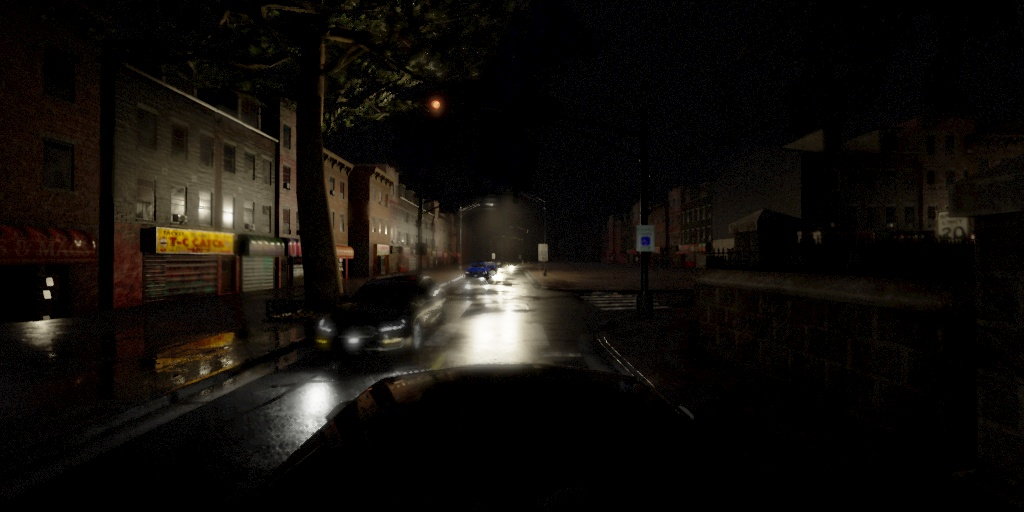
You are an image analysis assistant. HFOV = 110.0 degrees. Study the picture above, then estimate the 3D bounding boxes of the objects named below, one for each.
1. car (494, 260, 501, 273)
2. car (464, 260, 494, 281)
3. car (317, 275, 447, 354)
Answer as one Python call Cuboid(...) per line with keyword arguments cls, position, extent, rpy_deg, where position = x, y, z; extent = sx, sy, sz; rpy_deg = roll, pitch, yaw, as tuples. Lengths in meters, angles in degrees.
Cuboid(cls="car", position=(-2.767, 1.382, 44.445), extent=(1.895, 1.301, 4.718), rpy_deg=(0, 0, 0))
Cuboid(cls="car", position=(-2.798, 1.287, 30.372), extent=(1.812, 1.442, 4.674), rpy_deg=(0, 0, 0))
Cuboid(cls="car", position=(-2.839, 1.256, 8.863), extent=(1.837, 1.490, 4.892), rpy_deg=(0, 0, 0))
